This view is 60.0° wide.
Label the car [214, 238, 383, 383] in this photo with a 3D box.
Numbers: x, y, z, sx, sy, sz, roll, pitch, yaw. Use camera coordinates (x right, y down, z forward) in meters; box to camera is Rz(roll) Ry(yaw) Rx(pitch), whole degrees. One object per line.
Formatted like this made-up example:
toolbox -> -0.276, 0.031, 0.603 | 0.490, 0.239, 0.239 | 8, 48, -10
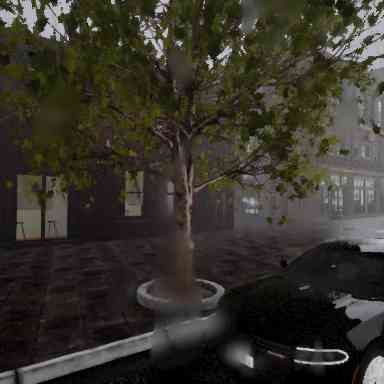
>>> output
car -> 2.571, 1.478, 4.956 | 5.008, 1.535, 1.882 | 0, 0, -36
